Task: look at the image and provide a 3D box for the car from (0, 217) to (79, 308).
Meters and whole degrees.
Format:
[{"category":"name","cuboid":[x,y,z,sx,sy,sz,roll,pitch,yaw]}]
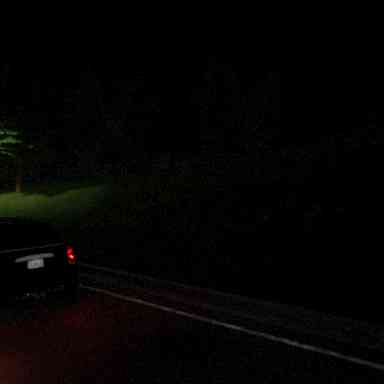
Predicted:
[{"category":"car","cuboid":[-4.592,1.343,7.386,4.553,1.767,2.097,0,0,36]}]
